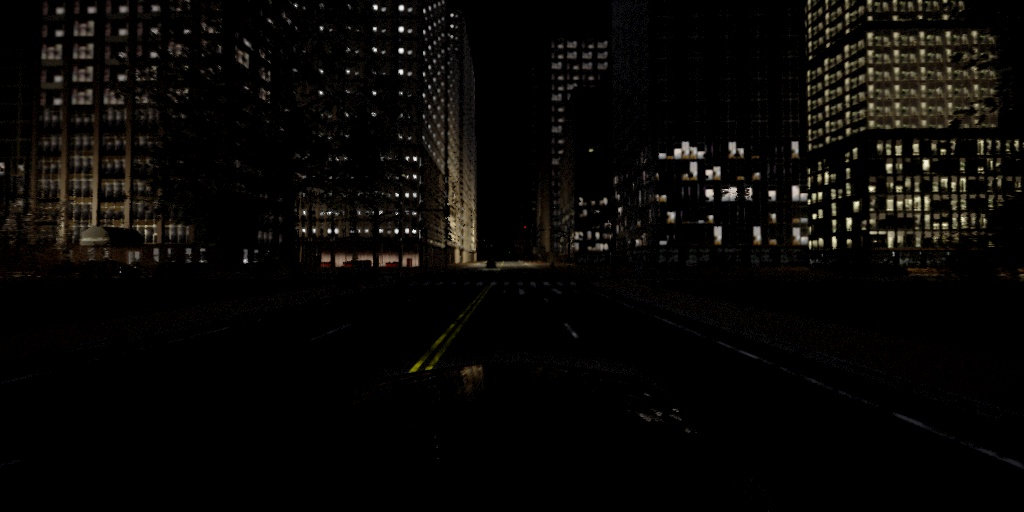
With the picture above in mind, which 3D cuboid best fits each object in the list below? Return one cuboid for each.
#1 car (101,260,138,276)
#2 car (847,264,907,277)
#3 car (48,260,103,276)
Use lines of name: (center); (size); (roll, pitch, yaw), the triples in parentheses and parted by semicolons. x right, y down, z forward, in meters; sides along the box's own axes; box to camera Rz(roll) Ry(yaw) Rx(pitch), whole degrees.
car: (-43.349, 1.246, 38.695); (4.553, 1.767, 2.097); (0, -1, 2)
car: (39.759, 1.594, 39.152); (5.357, 1.411, 2.033); (0, -1, 2)
car: (-43.942, 1.391, 35.453); (4.181, 1.385, 1.994); (0, -1, 2)
